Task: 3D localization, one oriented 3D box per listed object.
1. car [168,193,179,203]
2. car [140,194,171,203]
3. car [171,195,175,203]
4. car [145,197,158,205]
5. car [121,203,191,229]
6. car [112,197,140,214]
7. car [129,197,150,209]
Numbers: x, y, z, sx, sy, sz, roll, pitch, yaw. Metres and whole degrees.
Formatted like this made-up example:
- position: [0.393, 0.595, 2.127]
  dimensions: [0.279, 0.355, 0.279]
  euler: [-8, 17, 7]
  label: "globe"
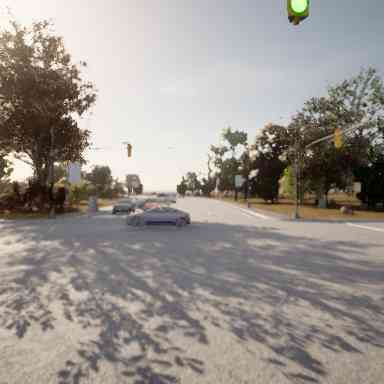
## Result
- position: [-3.806, 1.467, 61.085]
  dimensions: [1.812, 1.442, 4.674]
  euler: [0, 0, -2]
  label: "car"
- position: [-3.598, 1.360, 33.472]
  dimensions: [2.097, 1.767, 4.553]
  euler: [0, 0, 0]
  label: "car"
- position: [-3.611, 1.507, 43.141]
  dimensions: [1.837, 1.490, 4.892]
  euler: [0, 1, 0]
  label: "car"
- position: [-7.298, 1.547, 59.978]
  dimensions: [1.895, 1.301, 4.718]
  euler: [0, 0, -1]
  label: "car"
- position: [-2.126, 1.569, 21.312]
  dimensions: [4.181, 1.385, 1.994]
  euler: [0, 0, -3]
  label: "car"
- position: [-7.099, 1.513, 35.222]
  dimensions: [1.837, 1.490, 4.892]
  euler: [0, 0, 0]
  label: "car"
- position: [-7.121, 1.492, 45.364]
  dimensions: [2.128, 1.511, 4.902]
  euler: [0, 0, 0]
  label: "car"
